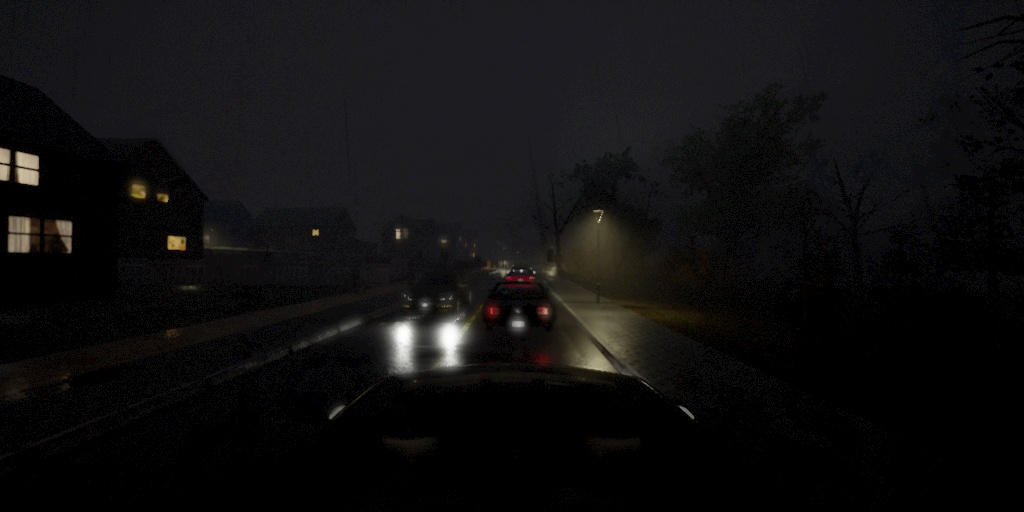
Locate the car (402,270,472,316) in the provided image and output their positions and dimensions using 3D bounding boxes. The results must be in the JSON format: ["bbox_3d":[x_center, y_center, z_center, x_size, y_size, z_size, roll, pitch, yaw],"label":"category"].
[{"bbox_3d":[-2.677,1.312,13.713,1.837,1.490,4.892,0,0,2],"label":"car"}]

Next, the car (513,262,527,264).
[{"bbox_3d":[1.003,1.745,63.404,1.812,1.442,4.674,0,-1,7],"label":"car"}]

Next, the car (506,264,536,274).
[{"bbox_3d":[0.577,1.427,22.872,1.994,1.385,4.181,0,0,2],"label":"car"}]

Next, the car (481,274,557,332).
[{"bbox_3d":[0.220,1.393,11.008,1.895,1.301,4.718,0,0,1],"label":"car"}]

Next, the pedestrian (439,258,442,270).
[{"bbox_3d":[-8.320,0.767,41.844,0.375,1.860,0.375,0,-3,3],"label":"pedestrian"}]
